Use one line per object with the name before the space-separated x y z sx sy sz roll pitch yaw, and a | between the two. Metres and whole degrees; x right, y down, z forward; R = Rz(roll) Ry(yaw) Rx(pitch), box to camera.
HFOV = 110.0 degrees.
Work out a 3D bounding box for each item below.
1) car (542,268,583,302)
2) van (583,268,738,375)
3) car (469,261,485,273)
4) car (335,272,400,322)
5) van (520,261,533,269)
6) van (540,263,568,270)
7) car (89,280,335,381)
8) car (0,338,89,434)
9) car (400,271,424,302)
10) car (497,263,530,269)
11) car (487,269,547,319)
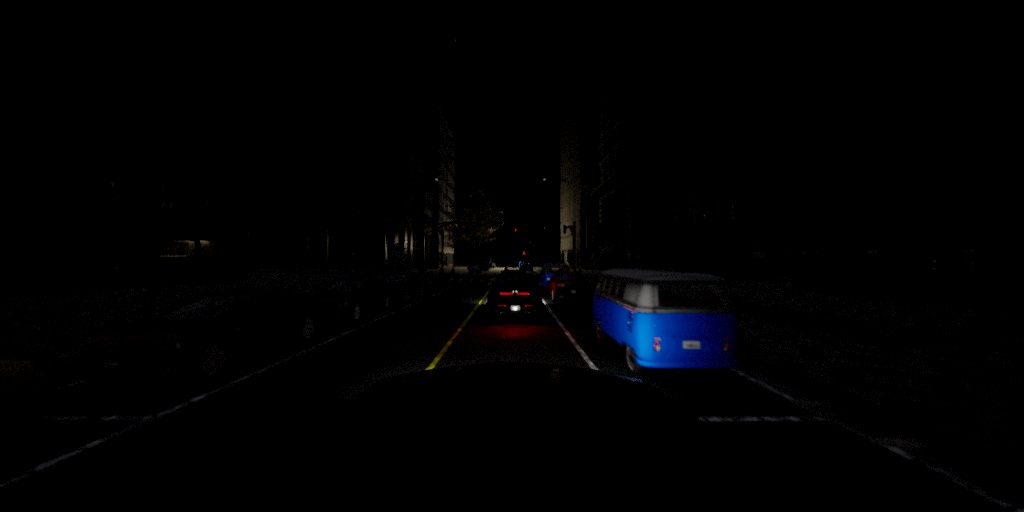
car | 2.780 1.504 18.434 1.888 1.381 4.507 0 0 0
van | 2.775 1.162 7.386 1.690 1.789 3.998 0 0 0
car | -5.753 1.979 56.375 1.751 1.417 4.829 0 0 0
car | -5.775 1.435 12.930 1.888 1.381 4.507 0 0 0
van | 2.781 1.866 61.940 1.690 1.789 3.998 0 0 0
van | 2.783 1.370 23.959 1.690 1.789 3.998 0 0 0
car | -5.776 1.366 7.406 1.888 1.381 4.507 0 0 0
car | -5.777 1.277 1.711 1.751 1.417 4.829 0 0 0
car | -5.775 1.504 18.455 1.888 1.381 4.507 0 0 0
car | 0.108 1.582 28.814 2.128 1.511 4.902 0 -1 0
car | 0.104 1.403 13.583 1.837 1.490 4.892 0 -1 0
